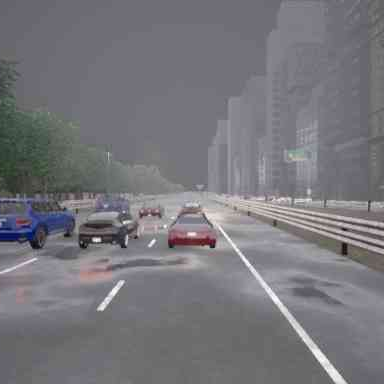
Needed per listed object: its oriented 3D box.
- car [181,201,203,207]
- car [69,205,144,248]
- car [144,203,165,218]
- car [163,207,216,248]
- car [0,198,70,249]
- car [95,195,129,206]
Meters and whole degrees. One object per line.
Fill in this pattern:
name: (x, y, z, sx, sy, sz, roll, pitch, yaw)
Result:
car: (-0.001, 1.549, 29.652, 1.812, 1.442, 4.674, 0, 0, 0)
car: (-3.501, 1.517, 14.651, 1.837, 1.490, 4.892, 0, 0, 0)
car: (-3.501, 1.632, 29.681, 1.895, 1.301, 4.718, 0, 0, 0)
car: (-0.001, 1.573, 14.651, 1.994, 1.385, 4.181, 0, 0, 0)
car: (-7.000, 1.258, 14.680, 2.150, 2.045, 5.566, 0, 0, 0)
car: (-7.001, 1.273, 29.682, 2.150, 2.045, 5.566, 0, 0, 0)
